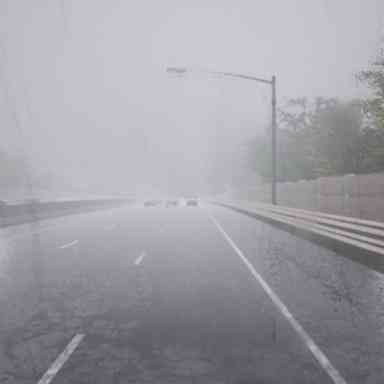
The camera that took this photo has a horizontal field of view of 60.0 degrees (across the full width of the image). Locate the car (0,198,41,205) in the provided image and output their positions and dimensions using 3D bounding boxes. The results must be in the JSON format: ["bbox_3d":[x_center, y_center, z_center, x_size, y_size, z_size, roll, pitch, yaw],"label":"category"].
[{"bbox_3d":[-17.565,1.401,34.849,2.097,1.767,4.553,0,0,0],"label":"car"}]

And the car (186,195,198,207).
[{"bbox_3d":[0.009,1.748,56.593,1.882,1.535,5.008,0,-1,0],"label":"car"}]

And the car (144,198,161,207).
[{"bbox_3d":[-6.991,1.877,57.005,1.895,1.301,4.718,0,-1,0],"label":"car"}]

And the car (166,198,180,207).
[{"bbox_3d":[-3.491,1.801,57.009,1.812,1.442,4.674,0,-1,0],"label":"car"}]

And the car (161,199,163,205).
[{"bbox_3d":[-6.989,1.961,67.857,1.895,1.301,4.718,0,-1,0],"label":"car"}]

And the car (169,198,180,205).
[{"bbox_3d":[-3.488,1.911,67.965,2.033,1.411,5.357,0,-1,0],"label":"car"}]

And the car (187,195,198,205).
[{"bbox_3d":[0.013,1.572,68.042,2.150,2.045,5.566,0,-1,0],"label":"car"}]
